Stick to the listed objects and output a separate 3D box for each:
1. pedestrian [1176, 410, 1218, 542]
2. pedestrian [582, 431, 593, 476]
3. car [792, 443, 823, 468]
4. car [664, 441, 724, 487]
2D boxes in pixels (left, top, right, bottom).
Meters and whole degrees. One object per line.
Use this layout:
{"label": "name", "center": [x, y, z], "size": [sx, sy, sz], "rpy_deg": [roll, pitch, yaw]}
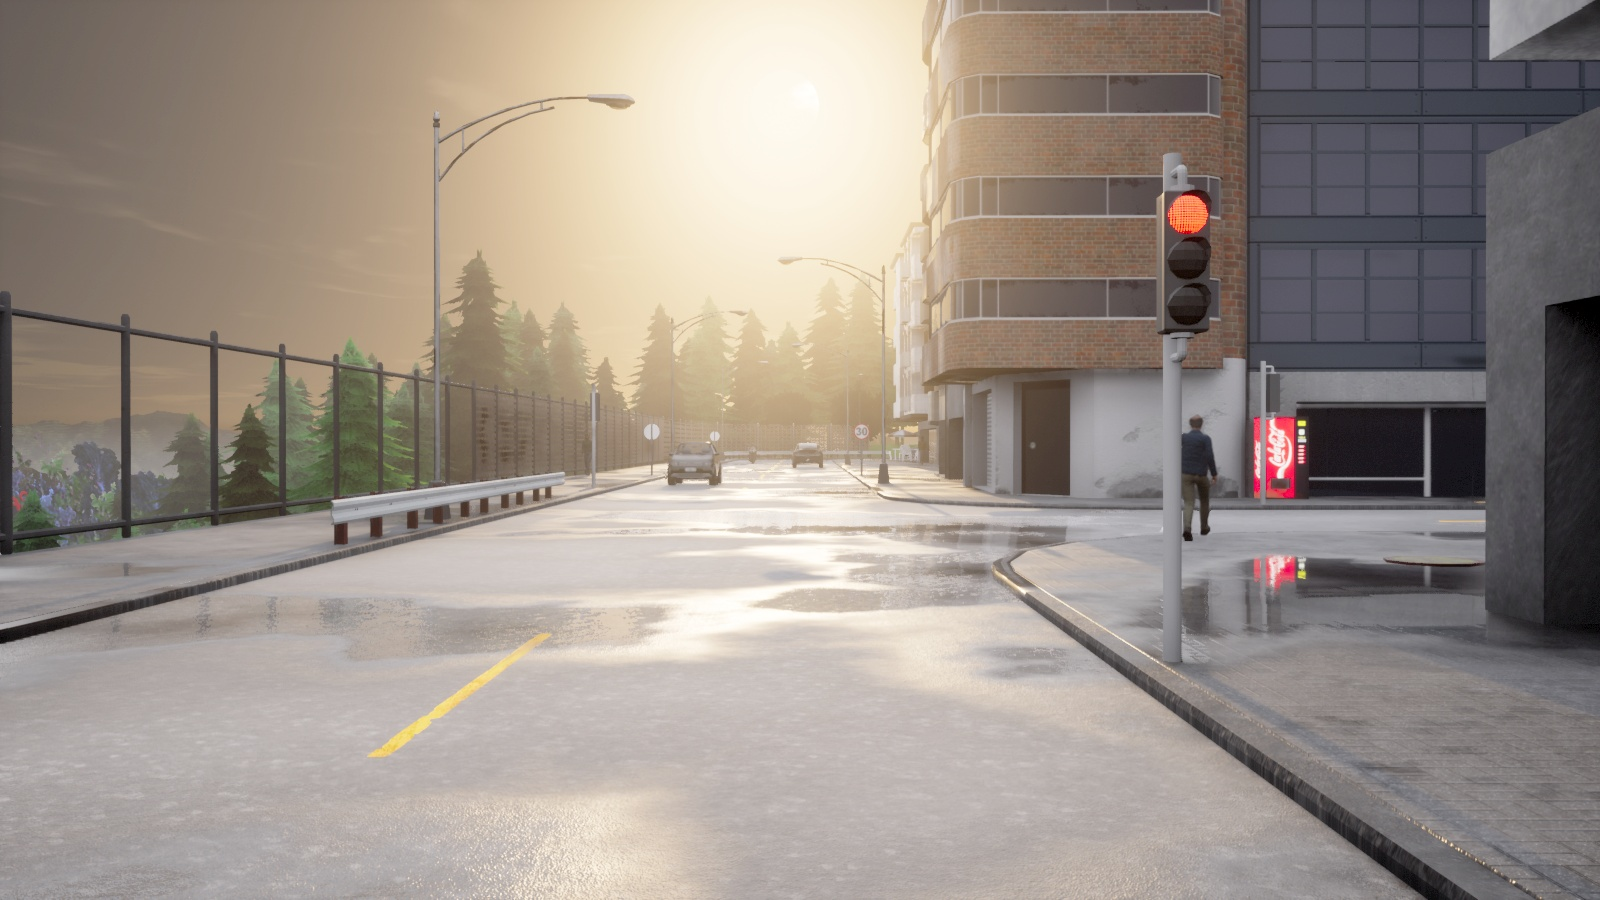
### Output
{"label": "pedestrian", "center": [5.681, 0.356, 17.957], "size": [0.402, 1.842, 0.726], "rpy_deg": [0, 0, 32]}
{"label": "pedestrian", "center": [-8.877, 0.153, 52.424], "size": [0.353, 1.847, 0.614], "rpy_deg": [0, 0, 0]}
{"label": "car", "center": [0.478, 0.319, 76.728], "size": [1.837, 1.490, 4.892], "rpy_deg": [0, 0, 0]}
{"label": "car", "center": [-3.718, 0.471, 44.554], "size": [1.789, 1.549, 3.705], "rpy_deg": [0, 0, 0]}
